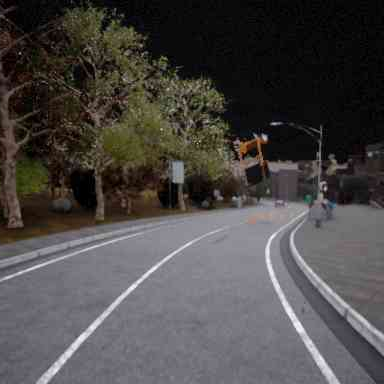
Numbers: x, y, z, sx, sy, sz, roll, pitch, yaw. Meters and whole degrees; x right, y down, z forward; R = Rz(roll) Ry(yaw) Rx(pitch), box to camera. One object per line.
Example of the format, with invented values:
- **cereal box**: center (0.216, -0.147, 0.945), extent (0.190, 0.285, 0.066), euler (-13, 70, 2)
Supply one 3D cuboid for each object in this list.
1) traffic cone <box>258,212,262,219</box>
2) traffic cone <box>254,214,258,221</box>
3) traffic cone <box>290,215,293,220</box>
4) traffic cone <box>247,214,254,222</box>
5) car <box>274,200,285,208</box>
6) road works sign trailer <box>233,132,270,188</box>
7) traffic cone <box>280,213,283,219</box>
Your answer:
- **traffic cone**: center (6.393, 2.338, 32.334), extent (0.340, 0.580, 0.340), euler (2, 0, 22)
- **traffic cone**: center (5.646, 2.309, 30.480), extent (0.340, 0.580, 0.340), euler (2, 0, 22)
- **traffic cone**: center (9.978, 2.437, 33.263), extent (0.340, 0.580, 0.340), euler (4, -14, 28)
- **traffic cone**: center (4.896, 2.280, 28.625), extent (0.340, 0.580, 0.340), euler (2, 0, 22)
- **car**: center (17.855, 2.368, 67.544), extent (1.812, 1.442, 4.674), euler (2, 0, 18)
- **road works sign trailer**: center (4.258, -2.276, 24.404), extent (2.880, 3.560, 2.380), euler (0, -16, -42)
- **traffic cone**: center (8.983, 2.439, 33.435), extent (0.340, 0.580, 0.340), euler (2, 0, 22)
